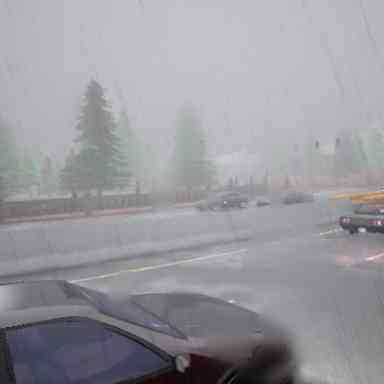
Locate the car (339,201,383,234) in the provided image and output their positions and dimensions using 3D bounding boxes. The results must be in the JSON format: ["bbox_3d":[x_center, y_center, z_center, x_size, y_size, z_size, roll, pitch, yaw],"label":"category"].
[{"bbox_3d":[8.298,1.038,13.957,4.718,1.301,1.895,-4,2,-35],"label":"car"}]

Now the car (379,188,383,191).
[{"bbox_3d":[18.411,-0.042,29.794,4.902,1.511,2.128,-4,2,-35],"label":"car"}]

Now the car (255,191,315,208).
[{"bbox_3d":[7.496,0.602,26.481,5.357,1.411,2.033,-4,2,-35],"label":"car"}]

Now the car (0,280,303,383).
[{"bbox_3d":[-1.443,1.544,2.716,5.357,1.411,2.033,-1,0,-36],"label":"car"}]

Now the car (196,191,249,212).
[{"bbox_3d":[2.542,0.764,27.271,4.892,1.490,1.837,-4,2,-35],"label":"car"}]
